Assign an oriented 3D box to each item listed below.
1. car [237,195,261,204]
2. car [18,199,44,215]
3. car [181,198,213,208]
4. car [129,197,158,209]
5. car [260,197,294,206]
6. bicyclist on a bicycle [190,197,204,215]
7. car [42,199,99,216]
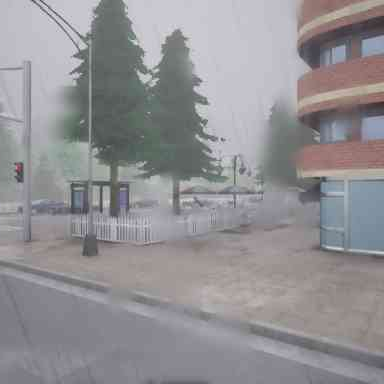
[{"bbox_3d":[10.066,1.295,57.239,4.553,1.767,2.097,0,0,-26],"label":"car"},{"bbox_3d":[-14.582,1.422,32.984,1.882,1.535,5.008,0,0,36],"label":"car"},{"bbox_3d":[0.653,1.545,46.521,4.718,1.301,1.895,0,0,-42],"label":"car"},{"bbox_3d":[-6.634,1.422,43.546,1.882,1.535,5.008,0,0,39],"label":"car"},{"bbox_3d":[13.332,1.545,50.766,4.718,1.301,1.895,0,0,-26],"label":"car"},{"bbox_3d":[0.404,1.245,27.328,1.656,1.620,0.582,0,0,36],"label":"bicyclist on a bicycle"},{"bbox_3d":[-11.284,1.545,31.590,1.895,1.301,4.718,0,0,36],"label":"car"}]
